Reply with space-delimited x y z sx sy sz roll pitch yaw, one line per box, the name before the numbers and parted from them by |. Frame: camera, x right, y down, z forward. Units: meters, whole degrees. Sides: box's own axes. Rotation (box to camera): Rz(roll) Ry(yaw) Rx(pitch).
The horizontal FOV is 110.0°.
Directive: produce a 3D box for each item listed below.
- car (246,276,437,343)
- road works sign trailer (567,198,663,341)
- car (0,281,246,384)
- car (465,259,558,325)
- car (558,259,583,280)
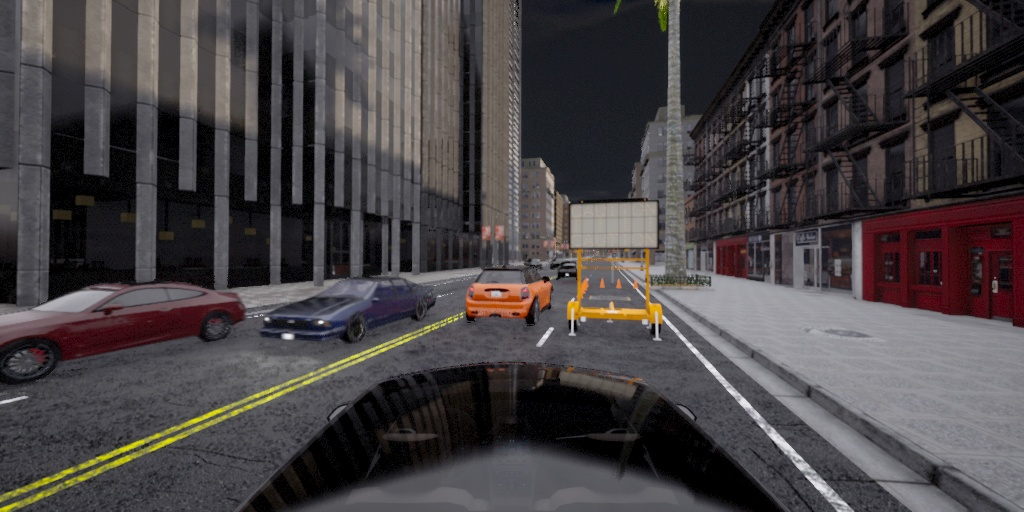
car | -4.002 1.294 10.047 2.033 1.411 5.357 0 0 15
road works sign trailer | 2.833 0.214 10.106 2.380 3.560 2.880 0 0 15
car | -8.057 1.272 7.346 1.812 1.442 4.674 0 0 14
car | 0.109 1.100 12.108 2.097 1.767 4.553 0 0 15
car | 5.055 1.246 31.103 1.837 1.490 4.892 0 0 15
